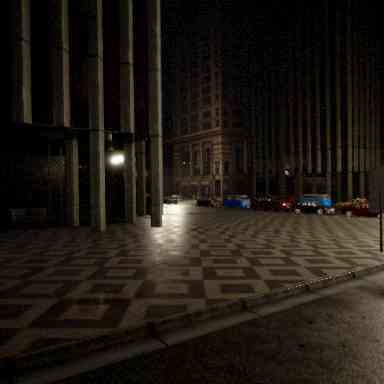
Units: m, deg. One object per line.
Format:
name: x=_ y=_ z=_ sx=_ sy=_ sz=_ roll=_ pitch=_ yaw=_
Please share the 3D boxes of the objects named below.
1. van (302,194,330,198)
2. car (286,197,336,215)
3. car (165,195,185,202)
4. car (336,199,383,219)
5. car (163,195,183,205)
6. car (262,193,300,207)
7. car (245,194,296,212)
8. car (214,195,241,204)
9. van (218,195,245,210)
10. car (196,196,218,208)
van: x=15.795 y=1.179 z=42.830 sx=1.690 sy=1.788 sz=3.998 roll=-1 pitch=1 yaw=-36
car: x=12.100 y=1.549 z=33.375 sx=2.008 sy=1.369 sz=4.403 roll=-1 pitch=1 yaw=-36
car: x=-3.576 y=1.258 z=69.731 sx=2.008 sy=1.369 sz=4.403 roll=-1 pitch=1 yaw=-36
car: x=15.331 y=1.567 z=28.892 sx=1.887 sy=1.381 sz=4.507 roll=-1 pitch=1 yaw=-36
car: x=-4.054 y=1.440 z=55.786 sx=2.008 sy=1.369 sz=4.403 roll=-1 pitch=1 yaw=-36
car: x=12.566 y=1.130 z=47.313 sx=2.192 sy=1.841 sz=5.009 roll=-1 pitch=1 yaw=-36
car: x=8.868 y=1.291 z=37.855 sx=2.192 sy=1.841 sz=5.009 roll=-1 pitch=1 yaw=-36
car: x=6.011 y=1.297 z=56.419 sx=1.752 sy=1.417 sz=4.829 roll=-1 pitch=1 yaw=-36
van: x=5.637 y=1.295 z=42.337 sx=1.690 sy=1.788 sz=3.998 roll=-1 pitch=1 yaw=-36
car: x=2.407 y=1.372 z=46.820 sx=1.967 sy=1.590 sz=4.097 roll=-1 pitch=1 yaw=-36
